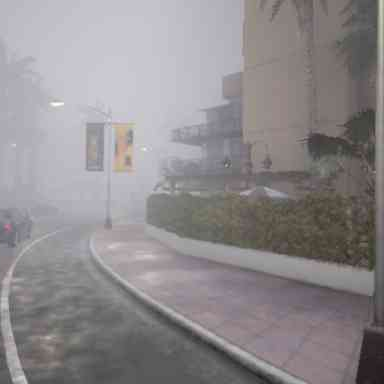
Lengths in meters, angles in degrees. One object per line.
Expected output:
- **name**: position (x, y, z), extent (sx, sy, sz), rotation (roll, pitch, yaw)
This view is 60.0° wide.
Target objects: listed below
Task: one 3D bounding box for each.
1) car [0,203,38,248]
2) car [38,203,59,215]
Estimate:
- **car**: position (-8.680, 1.428, 15.060), extent (2.097, 1.767, 4.553), rotation (1, -1, -16)
- **car**: position (-15.874, 1.813, 34.200), extent (1.895, 1.301, 4.718), rotation (1, -1, 12)
